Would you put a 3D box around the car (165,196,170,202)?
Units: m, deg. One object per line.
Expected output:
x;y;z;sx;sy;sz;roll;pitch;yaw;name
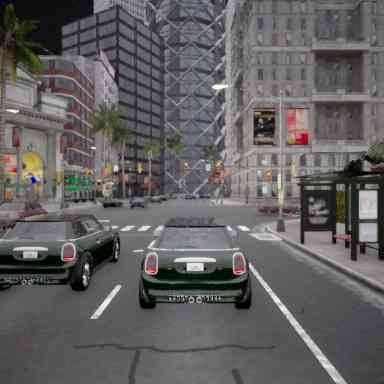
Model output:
-6.895;1.595;78.799;1.895;1.301;4.718;0;0;0;car

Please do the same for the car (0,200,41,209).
-10.573;1.352;20.094;2.097;1.767;4.553;0;0;0;car

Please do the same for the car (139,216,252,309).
0.075;1.352;8.040;2.097;1.767;4.553;0;0;0;car

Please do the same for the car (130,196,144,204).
-10.465;1.563;63.174;1.994;1.385;4.181;0;0;1;car

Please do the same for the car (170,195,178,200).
-5.394;1.500;93.406;1.837;1.490;4.892;0;0;13;car

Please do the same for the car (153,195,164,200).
-9.291;1.500;92.089;1.837;1.490;4.892;0;0;10;car

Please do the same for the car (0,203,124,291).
-3.417;1.352;9.187;2.097;1.767;4.553;0;0;0;car

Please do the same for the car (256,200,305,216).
8.507;1.525;31.864;4.674;1.442;1.812;0;0;4;car

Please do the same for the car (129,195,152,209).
-7.041;1.547;44.674;2.033;1.411;5.357;0;0;0;car

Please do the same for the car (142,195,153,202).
-10.395;1.500;77.931;1.837;1.490;4.892;0;0;0;car

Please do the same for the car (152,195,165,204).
-6.959;1.478;64.019;1.882;1.535;5.008;0;0;1;car

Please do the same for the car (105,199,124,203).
-10.540;1.601;44.553;1.895;1.301;4.718;0;0;0;car
